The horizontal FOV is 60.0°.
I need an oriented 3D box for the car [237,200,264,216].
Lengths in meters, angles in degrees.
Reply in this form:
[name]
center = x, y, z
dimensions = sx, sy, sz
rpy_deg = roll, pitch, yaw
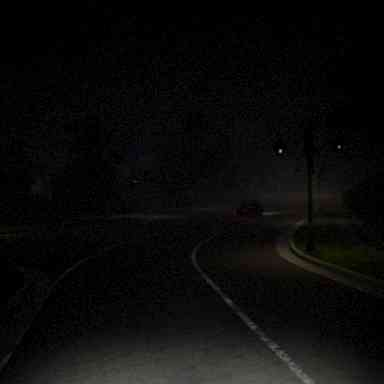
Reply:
[car]
center = 5.928, 1.596, 33.587
dimensions = 1.882, 1.535, 5.008
rpy_deg = -1, 0, 23
